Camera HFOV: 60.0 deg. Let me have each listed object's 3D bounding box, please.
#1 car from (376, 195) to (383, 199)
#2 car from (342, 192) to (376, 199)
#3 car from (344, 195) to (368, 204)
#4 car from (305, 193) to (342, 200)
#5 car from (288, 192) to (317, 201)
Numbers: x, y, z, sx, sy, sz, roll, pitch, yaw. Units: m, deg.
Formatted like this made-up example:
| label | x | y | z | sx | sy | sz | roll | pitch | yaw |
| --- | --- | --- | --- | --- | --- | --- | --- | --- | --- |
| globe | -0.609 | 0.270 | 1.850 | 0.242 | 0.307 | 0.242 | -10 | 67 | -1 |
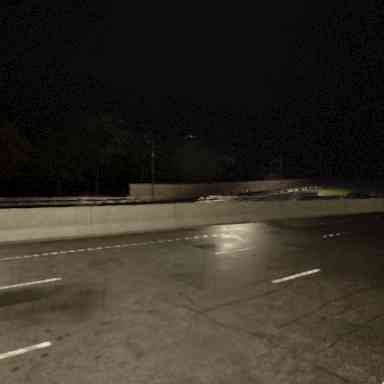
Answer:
| label | x | y | z | sx | sy | sz | roll | pitch | yaw |
| --- | --- | --- | --- | --- | --- | --- | --- | --- | --- |
| car | 31.309 | 1.330 | 56.468 | 5.008 | 1.535 | 1.882 | 0 | 0 | -39 |
| car | 21.842 | 1.059 | 44.406 | 5.566 | 2.045 | 2.150 | 0 | 0 | -38 |
| car | 29.283 | 1.328 | 59.328 | 4.892 | 1.490 | 1.837 | 0 | 0 | -39 |
| car | 18.190 | 1.284 | 45.973 | 5.008 | 1.535 | 1.882 | 0 | 0 | -39 |
| car | 16.614 | 1.001 | 49.177 | 5.566 | 2.045 | 2.150 | 0 | 0 | -39 |
